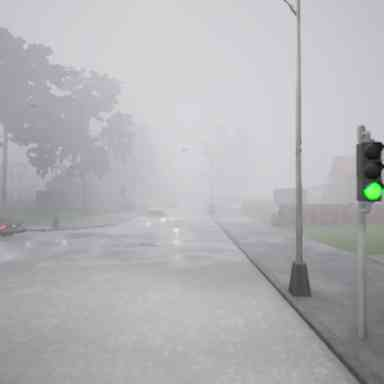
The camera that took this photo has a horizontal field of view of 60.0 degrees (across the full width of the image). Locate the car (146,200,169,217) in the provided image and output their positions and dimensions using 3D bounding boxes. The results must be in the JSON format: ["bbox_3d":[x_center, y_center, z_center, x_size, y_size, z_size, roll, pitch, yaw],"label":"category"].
[{"bbox_3d":[-3.999,1.994,37.655,1.882,1.535,5.008,0,-1,0],"label":"car"}]

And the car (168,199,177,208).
[{"bbox_3d":[-3.999,2.128,63.259,2.097,1.767,4.553,0,-1,0],"label":"car"}]

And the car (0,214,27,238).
[{"bbox_3d":[-11.529,1.791,17.767,5.357,1.411,2.033,0,-1,16],"label":"car"}]
